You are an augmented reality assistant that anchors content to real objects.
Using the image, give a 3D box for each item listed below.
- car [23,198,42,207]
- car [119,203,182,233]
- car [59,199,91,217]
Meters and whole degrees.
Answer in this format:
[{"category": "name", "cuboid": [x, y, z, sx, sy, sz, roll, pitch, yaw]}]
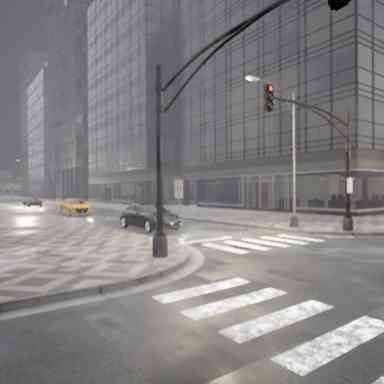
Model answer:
[{"category": "car", "cuboid": [-22.757, 1.479, 47.440, 1.895, 1.301, 4.718, -1, 0, -36]}, {"category": "car", "cuboid": [-2.510, 1.399, 19.108, 1.837, 1.490, 4.892, -1, 1, -38]}, {"category": "car", "cuboid": [-10.855, 1.360, 30.701, 1.882, 1.535, 5.008, -1, 1, -35]}]
